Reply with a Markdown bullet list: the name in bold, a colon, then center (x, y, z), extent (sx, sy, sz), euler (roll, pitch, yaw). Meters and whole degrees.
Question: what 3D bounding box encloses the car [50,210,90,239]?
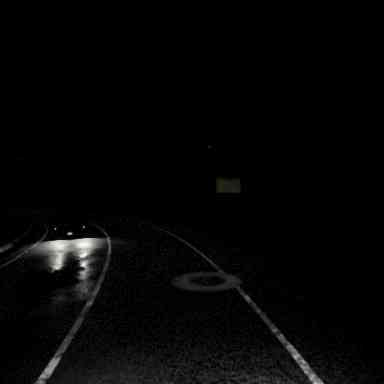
- **car**: center (-6.968, 1.733, 19.089), extent (2.033, 1.411, 5.357), euler (-2, 0, -19)
